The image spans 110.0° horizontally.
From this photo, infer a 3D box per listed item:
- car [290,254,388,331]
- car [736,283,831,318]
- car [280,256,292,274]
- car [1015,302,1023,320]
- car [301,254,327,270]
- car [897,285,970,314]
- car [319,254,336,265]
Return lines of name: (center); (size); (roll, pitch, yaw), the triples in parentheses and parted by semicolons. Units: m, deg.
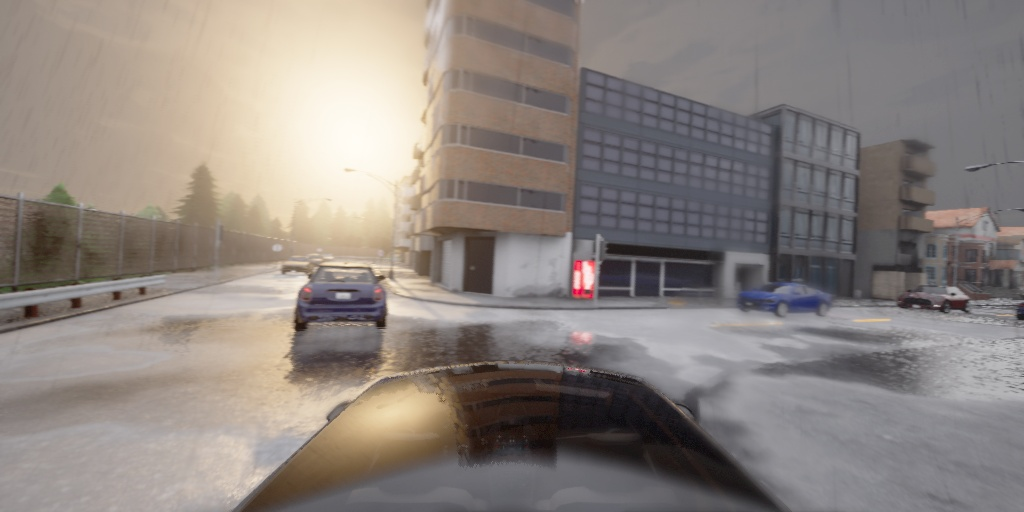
car: (-4.853, 0.947, 10.537); (2.097, 1.767, 4.553); (3, -1, -23)
car: (13.190, 2.051, 17.413); (5.008, 1.535, 1.882); (3, -1, -23)
car: (-17.150, 0.714, 28.974); (2.033, 1.411, 5.357); (3, -1, -22)
car: (30.517, 2.998, 20.187); (4.674, 1.442, 1.812); (3, -1, -23)
car: (-21.036, 0.570, 38.230); (1.837, 1.490, 4.892); (3, 0, -22)
car: (27.610, 2.713, 23.489); (4.553, 1.767, 2.097); (3, -1, -23)
car: (-26.925, 0.441, 52.373); (1.812, 1.442, 4.674); (3, -1, -22)
